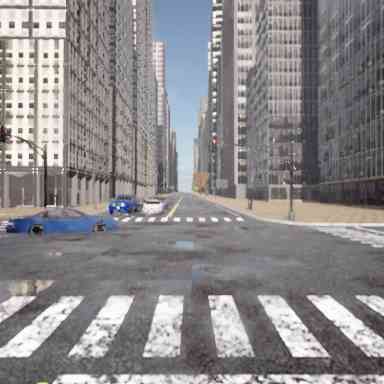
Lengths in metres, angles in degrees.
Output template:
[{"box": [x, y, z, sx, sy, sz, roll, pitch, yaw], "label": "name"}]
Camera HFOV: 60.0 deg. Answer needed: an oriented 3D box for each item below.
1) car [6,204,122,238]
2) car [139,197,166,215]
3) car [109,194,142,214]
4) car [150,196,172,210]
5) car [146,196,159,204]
[{"box": [-6.730, 1.559, 17.497, 5.357, 1.411, 2.033, 1, -1, -28], "label": "car"}, {"box": [-3.882, 1.524, 33.645, 1.812, 1.442, 4.674, 0, 0, -2], "label": "car"}, {"box": [-7.160, 1.219, 35.325, 2.150, 2.045, 5.566, 0, 0, 2], "label": "car"}, {"box": [-4.058, 1.348, 42.558, 2.097, 1.767, 4.553, 0, 0, -1], "label": "car"}, {"box": [-7.647, 1.529, 65.144, 2.033, 1.411, 5.357, 0, 0, -1], "label": "car"}]
